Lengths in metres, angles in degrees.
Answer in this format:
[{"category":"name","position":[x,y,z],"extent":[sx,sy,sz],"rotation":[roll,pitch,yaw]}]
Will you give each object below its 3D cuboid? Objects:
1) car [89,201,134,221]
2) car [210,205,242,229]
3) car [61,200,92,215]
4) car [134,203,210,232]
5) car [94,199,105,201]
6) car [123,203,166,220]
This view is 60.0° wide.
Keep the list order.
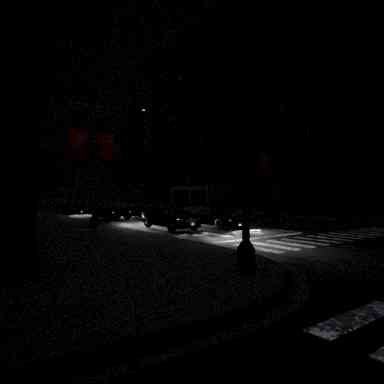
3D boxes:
[{"category":"car","position":[-6.833,1.693,28.236],"extent":[1.895,1.301,4.718],"rotation":[0,0,-36]},{"category":"car","position":[1.454,1.609,22.338],"extent":[2.033,1.411,5.357],"rotation":[0,0,-33]},{"category":"car","position":[-13.012,1.681,36.849],"extent":[2.033,1.411,5.357],"rotation":[0,0,-35]},{"category":"car","position":[-1.387,1.548,20.661],"extent":[2.128,1.511,4.902],"rotation":[0,0,-36]},{"category":"car","position":[-11.170,1.637,39.858],"extent":[2.128,1.511,4.902],"rotation":[0,0,-35]},{"category":"car","position":[-4.440,1.701,30.471],"extent":[1.895,1.301,4.718],"rotation":[0,0,-36]}]
